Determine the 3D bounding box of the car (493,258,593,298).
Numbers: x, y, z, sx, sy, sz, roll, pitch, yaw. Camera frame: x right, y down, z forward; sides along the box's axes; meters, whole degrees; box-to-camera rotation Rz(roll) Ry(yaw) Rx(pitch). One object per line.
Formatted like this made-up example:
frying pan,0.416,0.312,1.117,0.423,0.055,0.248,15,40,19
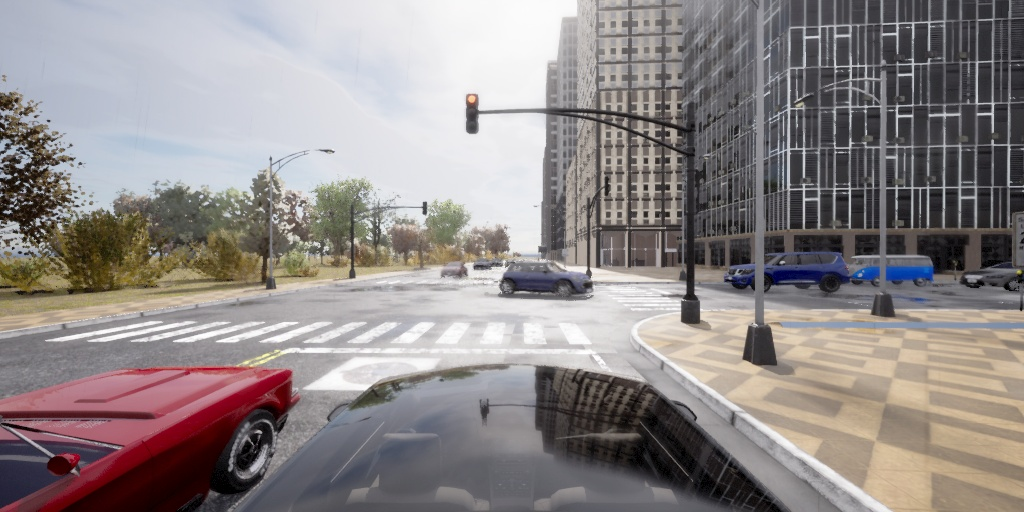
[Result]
car,1.676,1.055,17.944,4.553,1.767,2.097,-1,0,30

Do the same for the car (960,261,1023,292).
car,25.930,0.985,18.134,4.902,1.511,2.128,0,0,4

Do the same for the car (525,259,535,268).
car,3.174,1.261,62.776,1.837,1.490,4.892,0,0,3

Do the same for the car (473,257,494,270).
car,-4.247,1.099,50.892,2.097,1.767,4.553,0,0,4

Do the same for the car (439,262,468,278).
car,-5.309,1.270,33.432,1.812,1.442,4.674,0,0,4

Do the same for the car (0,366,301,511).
car,-3.117,1.351,1.574,1.895,1.301,4.718,0,0,0

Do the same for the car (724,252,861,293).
car,14.382,0.810,18.926,5.566,2.045,2.150,0,0,4

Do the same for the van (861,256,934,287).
van,22.094,0.856,21.119,3.998,1.789,1.690,0,0,4
